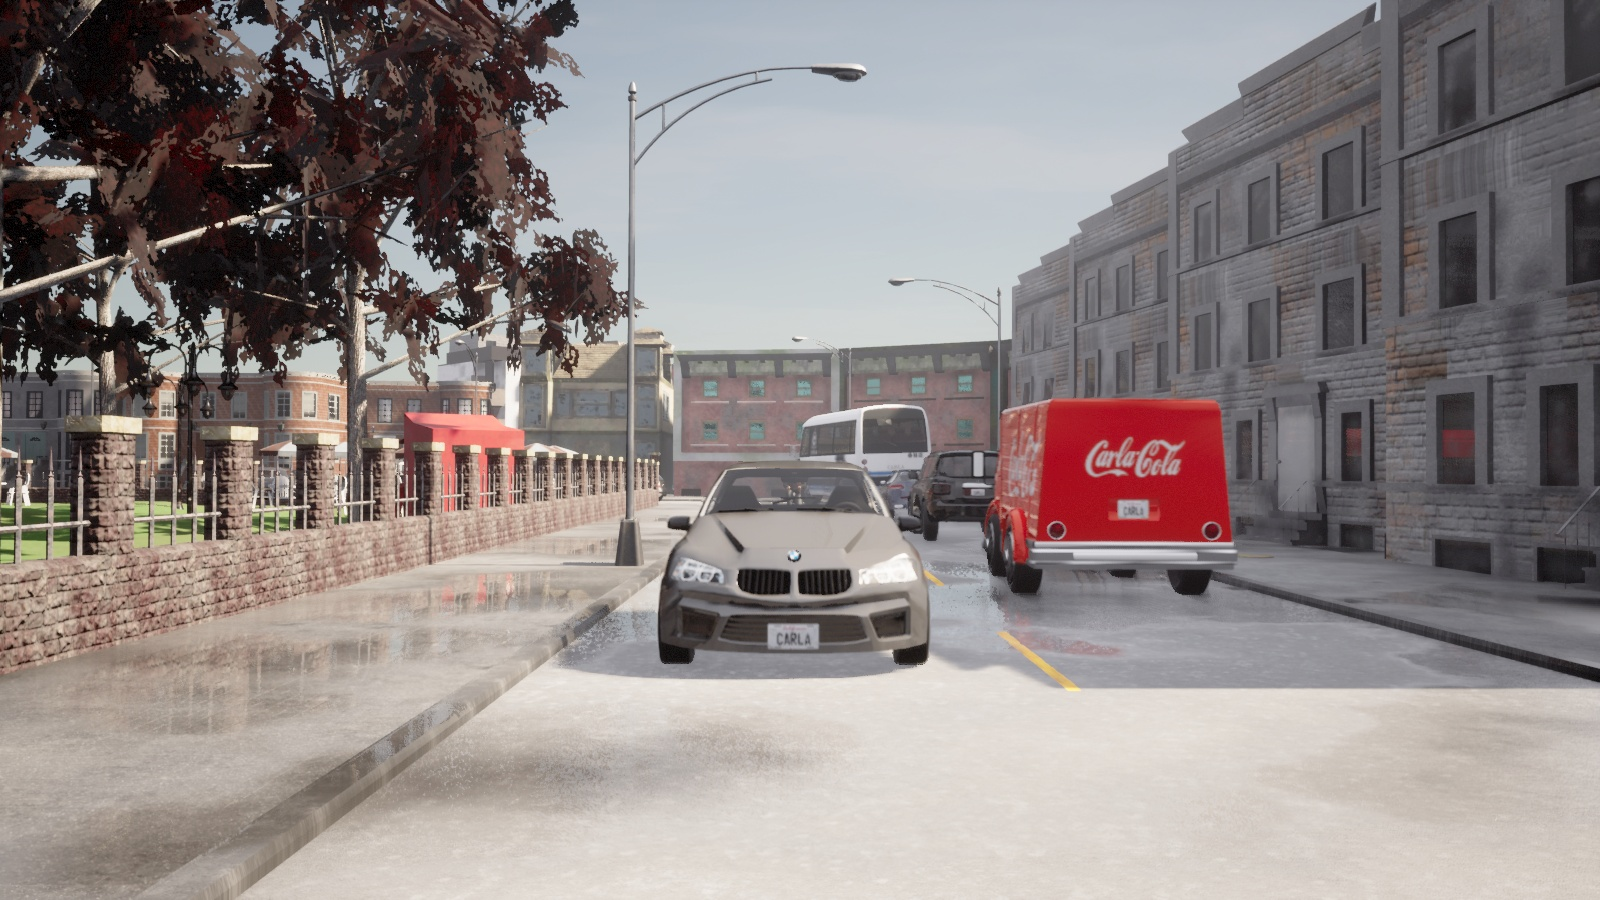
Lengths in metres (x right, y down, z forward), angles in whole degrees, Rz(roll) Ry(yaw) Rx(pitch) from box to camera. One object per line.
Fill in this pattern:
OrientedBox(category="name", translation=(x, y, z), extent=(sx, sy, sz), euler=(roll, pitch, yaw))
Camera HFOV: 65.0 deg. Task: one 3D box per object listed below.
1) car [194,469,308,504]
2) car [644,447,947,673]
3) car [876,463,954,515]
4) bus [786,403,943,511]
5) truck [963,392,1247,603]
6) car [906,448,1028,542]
OrientedBox(category="car", translation=(-26.865, 1.798, 61.614), extent=(4.611, 1.667, 2.242), euler=(0, -1, 0))
OrientedBox(category="car", translation=(-0.047, 0.854, 11.615), extent=(2.242, 1.667, 4.611), euler=(0, -1, 0))
OrientedBox(category="car", translation=(3.814, 1.288, 42.407), extent=(2.152, 1.651, 5.027), euler=(0, -1, 0))
OrientedBox(category="bus", translation=(2.581, 0.362, 55.959), extent=(3.944, 4.253, 10.273), euler=(-2, -1, -15))
OrientedBox(category="truck", translation=(3.926, 0.604, 17.393), extent=(2.627, 2.467, 5.204), euler=(0, -1, 0))
OrientedBox(category="car", translation=(3.869, 1.022, 30.108), extent=(2.150, 2.045, 5.566), euler=(0, -1, 0))
